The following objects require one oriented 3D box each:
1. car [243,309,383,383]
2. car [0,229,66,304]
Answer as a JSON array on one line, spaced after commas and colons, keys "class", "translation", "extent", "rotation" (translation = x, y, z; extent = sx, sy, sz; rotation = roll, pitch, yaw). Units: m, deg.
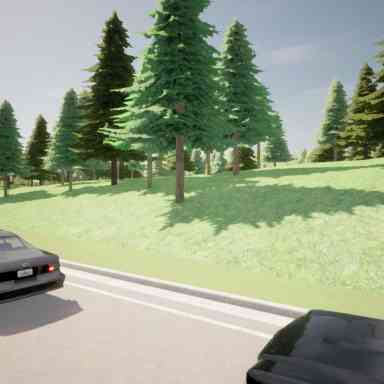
[{"class": "car", "translation": [2.680, 1.601, 2.079], "extent": [4.718, 1.301, 1.895], "rotation": [0, 0, 36]}, {"class": "car", "translation": [-5.138, 1.547, 7.639], "extent": [5.357, 1.411, 2.033], "rotation": [0, 0, 36]}]
